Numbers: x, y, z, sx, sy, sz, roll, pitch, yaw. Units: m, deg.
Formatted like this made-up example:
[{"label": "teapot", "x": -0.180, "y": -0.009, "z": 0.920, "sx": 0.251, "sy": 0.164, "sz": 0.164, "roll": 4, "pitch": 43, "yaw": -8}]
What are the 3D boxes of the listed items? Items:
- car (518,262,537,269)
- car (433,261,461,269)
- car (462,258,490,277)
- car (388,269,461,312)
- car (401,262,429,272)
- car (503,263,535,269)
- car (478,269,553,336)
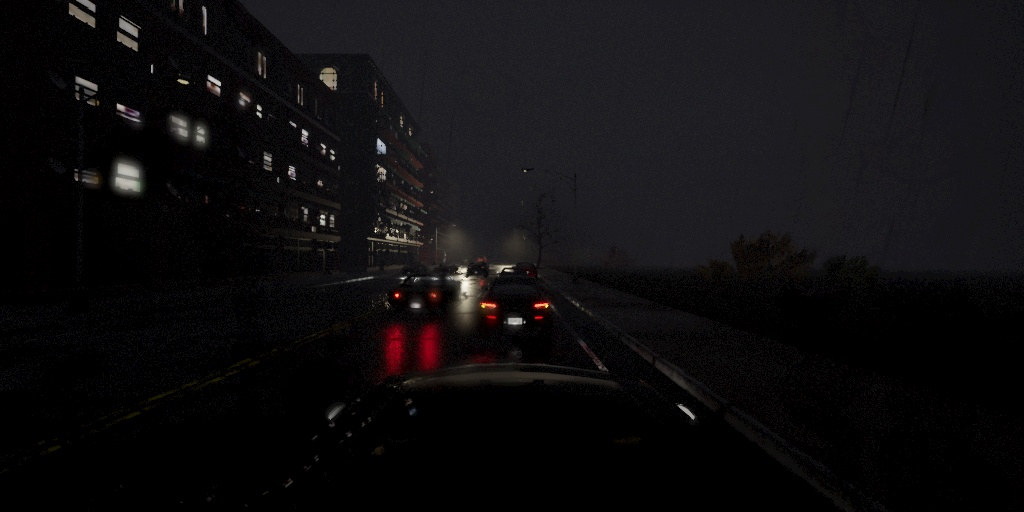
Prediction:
[{"label": "car", "x": 1.075, "y": 1.231, "z": 29.945, "sx": 1.882, "sy": 1.535, "sz": 5.008, "roll": 0, "pitch": 0, "yaw": 0}, {"label": "car", "x": -6.677, "y": 1.354, "z": 36.227, "sx": 1.895, "sy": 1.301, "sz": 4.718, "roll": 0, "pitch": 0, "yaw": 0}, {"label": "car", "x": -3.221, "y": 1.246, "z": 34.480, "sx": 2.128, "sy": 1.511, "sz": 4.902, "roll": 0, "pitch": 0, "yaw": 0}, {"label": "car", "x": -3.178, "y": 1.352, "z": 14.117, "sx": 1.895, "sy": 1.301, "sz": 4.718, "roll": 0, "pitch": 0, "yaw": 0}, {"label": "car", "x": -9.926, "y": 1.301, "z": 37.149, "sx": 2.033, "sy": 1.411, "sz": 5.357, "roll": 0, "pitch": 0, "yaw": 0}, {"label": "car", "x": 0.060, "y": 1.317, "z": 20.417, "sx": 1.994, "sy": 1.385, "sz": 4.181, "roll": 0, "pitch": 0, "yaw": 0}, {"label": "car", "x": 0.073, "y": 1.277, "z": 10.250, "sx": 1.812, "sy": 1.442, "sz": 4.674, "roll": 0, "pitch": 0, "yaw": 0}]
